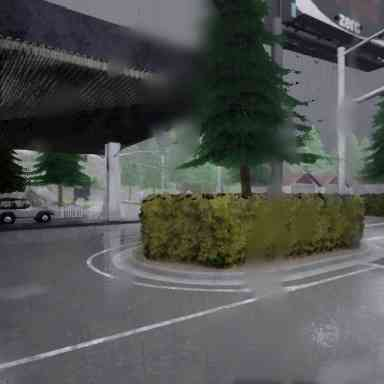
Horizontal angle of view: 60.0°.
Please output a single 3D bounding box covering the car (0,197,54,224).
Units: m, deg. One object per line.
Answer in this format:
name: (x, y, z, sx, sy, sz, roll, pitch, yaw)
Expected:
car: (-11.964, 1.313, 23.481, 3.866, 1.878, 1.905, 0, 0, -36)
